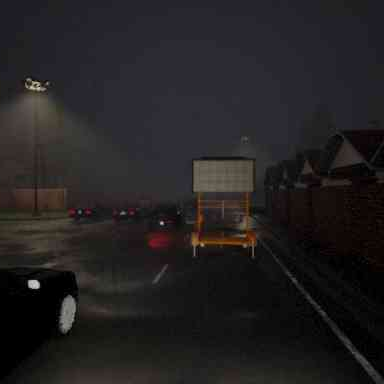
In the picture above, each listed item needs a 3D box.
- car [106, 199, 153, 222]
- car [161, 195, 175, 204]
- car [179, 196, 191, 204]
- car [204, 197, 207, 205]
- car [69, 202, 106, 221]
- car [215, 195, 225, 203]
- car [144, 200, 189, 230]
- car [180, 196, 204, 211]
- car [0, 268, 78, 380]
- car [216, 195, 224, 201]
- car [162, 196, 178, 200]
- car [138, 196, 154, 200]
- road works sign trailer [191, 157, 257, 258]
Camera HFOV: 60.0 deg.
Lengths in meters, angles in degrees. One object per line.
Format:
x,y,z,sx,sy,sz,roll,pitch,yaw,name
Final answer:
-4.640,1.546,25.972,2.033,1.411,5.357,0,0,5,car
-4.787,1.475,66.952,1.882,1.535,5.008,0,0,5,car
-1.332,1.523,66.415,1.812,1.442,4.674,0,0,5,car
1.614,1.545,59.361,2.033,1.411,5.357,0,0,5,car
-8.064,1.546,27.078,2.033,1.411,5.357,0,0,5,car
5.847,1.503,69.362,1.837,1.490,4.892,0,0,5,car
-1.505,1.504,21.375,1.837,1.490,4.892,0,0,5,car
0.026,1.476,40.015,1.882,1.535,5.008,0,0,5,car
-2.967,1.477,3.592,1.882,1.535,5.008,0,0,5,car
6.700,1.386,79.746,2.033,1.411,5.357,0,0,5,car
-2.821,1.599,48.117,1.895,1.301,4.718,0,0,5,car
-6.450,1.350,46.699,2.097,1.767,4.553,0,0,5,car
1.200,0.464,12.778,2.380,3.560,2.880,0,0,5,road works sign trailer
